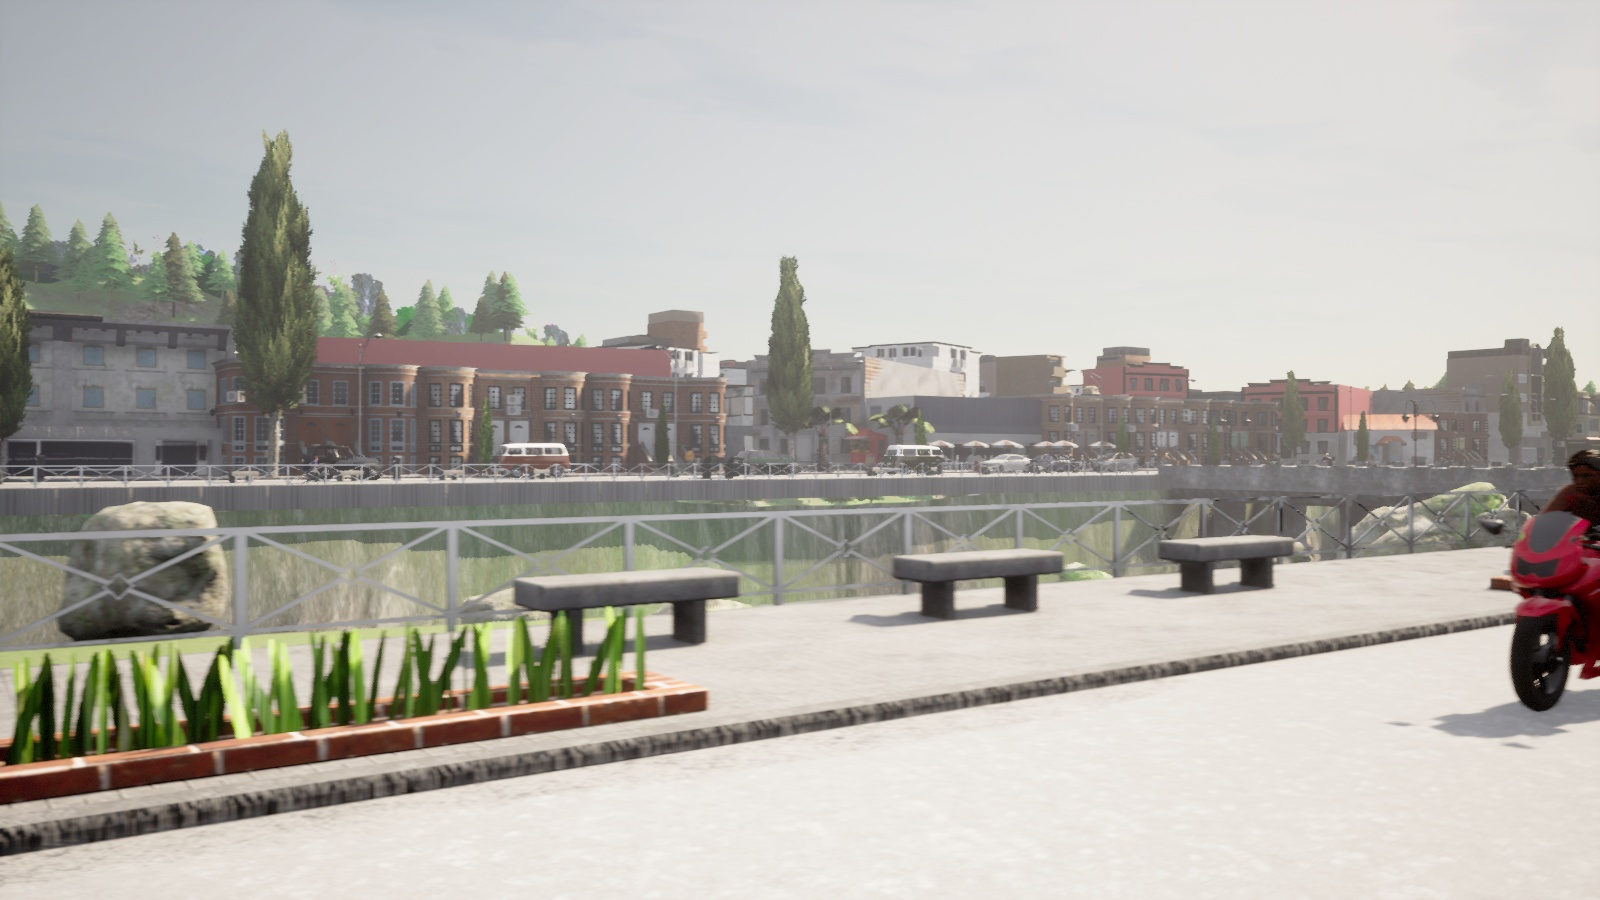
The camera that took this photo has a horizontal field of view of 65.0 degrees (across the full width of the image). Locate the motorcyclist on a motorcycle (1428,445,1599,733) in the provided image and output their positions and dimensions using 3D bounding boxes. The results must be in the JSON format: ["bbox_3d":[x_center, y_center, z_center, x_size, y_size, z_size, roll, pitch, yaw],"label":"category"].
[{"bbox_3d":[4.715,0.735,7.550,2.044,1.523,0.797,0,0,-35],"label":"motorcyclist on a motorcycle"}]

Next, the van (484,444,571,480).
[{"bbox_3d":[-15.869,0.681,73.225,4.480,2.038,2.069,0,0,-35],"label":"van"}]

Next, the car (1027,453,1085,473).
[{"bbox_3d":[18.868,0.945,92.544,4.193,1.474,1.816,0,0,-35],"label":"car"}]

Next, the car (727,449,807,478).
[{"bbox_3d":[-2.052,0.799,77.975,4.553,1.767,2.097,0,0,-35],"label":"car"}]

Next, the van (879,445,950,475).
[{"bbox_3d":[7.761,0.660,84.810,4.480,2.038,2.069,0,0,-35],"label":"van"}]

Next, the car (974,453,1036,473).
[{"bbox_3d":[15.516,0.971,95.082,4.674,1.442,1.812,0,0,-35],"label":"car"}]

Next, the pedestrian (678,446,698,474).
[{"bbox_3d":[-7.381,0.672,82.796,0.874,1.855,0.900,0,0,39],"label":"pedestrian"}]

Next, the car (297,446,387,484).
[{"bbox_3d":[-23.083,0.745,63.327,3.866,1.878,1.905,0,0,-35],"label":"car"}]
